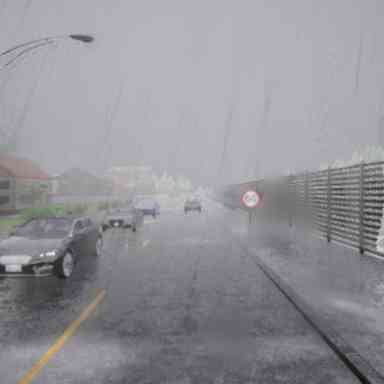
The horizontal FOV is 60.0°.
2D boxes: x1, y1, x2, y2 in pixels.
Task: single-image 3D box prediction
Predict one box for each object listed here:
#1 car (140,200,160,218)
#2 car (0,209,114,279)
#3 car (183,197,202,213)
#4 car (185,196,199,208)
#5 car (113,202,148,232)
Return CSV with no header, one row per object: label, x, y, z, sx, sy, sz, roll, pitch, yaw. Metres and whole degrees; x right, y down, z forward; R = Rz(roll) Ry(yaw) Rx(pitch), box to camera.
car,-4.074,1.460,30.488,1.882,1.535,5.008,0,0,0
car,-4.101,1.485,10.097,2.128,1.511,4.902,0,0,0
car,0.093,1.471,36.972,2.128,1.511,4.902,0,0,0
car,-0.001,1.450,48.343,1.882,1.535,5.008,0,0,0
car,-4.098,1.552,20.034,1.994,1.385,4.181,0,0,0
